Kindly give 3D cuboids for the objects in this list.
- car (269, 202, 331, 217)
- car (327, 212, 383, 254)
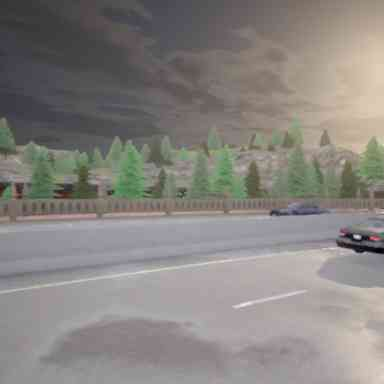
[{"bbox_3d":[9.237,1.537,28.291,5.357,1.411,2.033,0,0,-22],"label":"car"},{"bbox_3d":[7.710,1.540,12.111,5.357,1.411,2.033,0,0,-26],"label":"car"}]
